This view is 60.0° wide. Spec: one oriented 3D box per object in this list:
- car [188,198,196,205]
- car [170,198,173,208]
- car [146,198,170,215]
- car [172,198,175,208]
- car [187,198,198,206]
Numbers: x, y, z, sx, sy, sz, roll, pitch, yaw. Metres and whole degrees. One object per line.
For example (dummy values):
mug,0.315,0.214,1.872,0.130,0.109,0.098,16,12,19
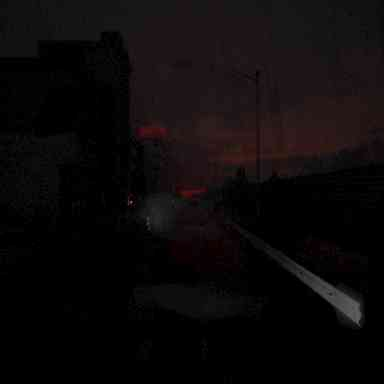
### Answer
car,-0.025,2.046,73.508,1.812,1.442,4.674,0,0,0
car,-4.106,1.938,47.436,1.895,1.301,4.718,0,0,0
car,-4.109,1.763,38.154,2.128,1.511,4.902,0,0,0
car,-4.074,1.760,57.485,2.097,1.767,4.553,0,0,0
car,0.076,1.928,63.515,1.882,1.535,5.008,0,0,0
